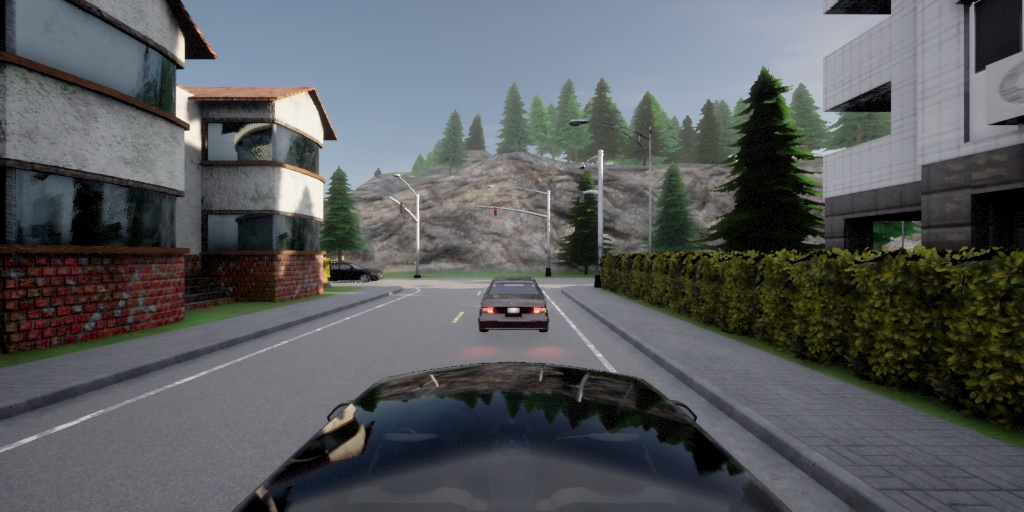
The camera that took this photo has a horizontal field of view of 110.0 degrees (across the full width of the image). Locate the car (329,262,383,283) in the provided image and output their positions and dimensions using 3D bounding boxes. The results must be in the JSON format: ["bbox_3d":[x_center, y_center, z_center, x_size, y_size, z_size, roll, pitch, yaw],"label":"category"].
[{"bbox_3d":[-12.296,1.228,26.904,5.008,1.535,1.882,0,0,1],"label":"car"}]

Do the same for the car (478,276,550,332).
[{"bbox_3d":[0.055,1.297,10.768,2.033,1.411,5.357,0,0,1],"label":"car"}]
